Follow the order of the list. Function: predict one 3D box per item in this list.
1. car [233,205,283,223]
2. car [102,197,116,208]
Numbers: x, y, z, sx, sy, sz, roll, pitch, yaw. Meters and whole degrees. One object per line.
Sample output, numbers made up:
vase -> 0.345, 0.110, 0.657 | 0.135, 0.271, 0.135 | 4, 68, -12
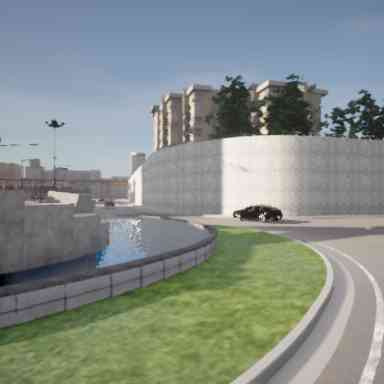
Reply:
car -> 5.840, 1.913, 30.074 | 1.837, 1.490, 4.892 | 2, -2, -39
car -> -15.630, 2.248, 63.217 | 1.837, 1.490, 4.892 | 0, -1, -14
